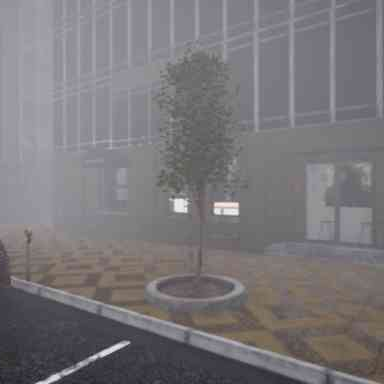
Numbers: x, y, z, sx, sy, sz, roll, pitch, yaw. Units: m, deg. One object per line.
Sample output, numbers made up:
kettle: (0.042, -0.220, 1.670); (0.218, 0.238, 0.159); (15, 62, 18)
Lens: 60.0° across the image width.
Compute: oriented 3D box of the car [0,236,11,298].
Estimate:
car: (-5.715, 1.332, 6.862); (5.009, 1.841, 2.192); (0, 0, 36)
